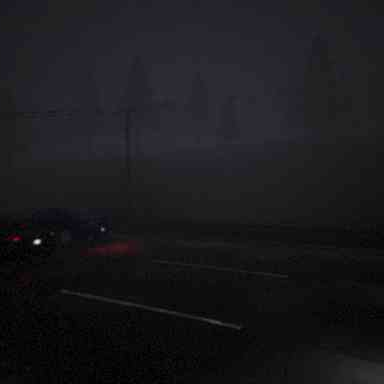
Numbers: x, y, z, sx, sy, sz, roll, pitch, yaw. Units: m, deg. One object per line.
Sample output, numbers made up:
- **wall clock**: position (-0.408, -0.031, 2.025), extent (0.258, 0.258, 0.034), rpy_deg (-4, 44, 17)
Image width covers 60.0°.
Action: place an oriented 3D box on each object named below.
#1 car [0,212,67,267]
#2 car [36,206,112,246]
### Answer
- **car**: position (-6.507, 1.478, 10.908), extent (4.181, 1.385, 1.994), rpy_deg (0, 0, 25)
- **car**: position (-5.882, 1.360, 14.458), extent (5.008, 1.535, 1.882), rpy_deg (0, 0, 23)
